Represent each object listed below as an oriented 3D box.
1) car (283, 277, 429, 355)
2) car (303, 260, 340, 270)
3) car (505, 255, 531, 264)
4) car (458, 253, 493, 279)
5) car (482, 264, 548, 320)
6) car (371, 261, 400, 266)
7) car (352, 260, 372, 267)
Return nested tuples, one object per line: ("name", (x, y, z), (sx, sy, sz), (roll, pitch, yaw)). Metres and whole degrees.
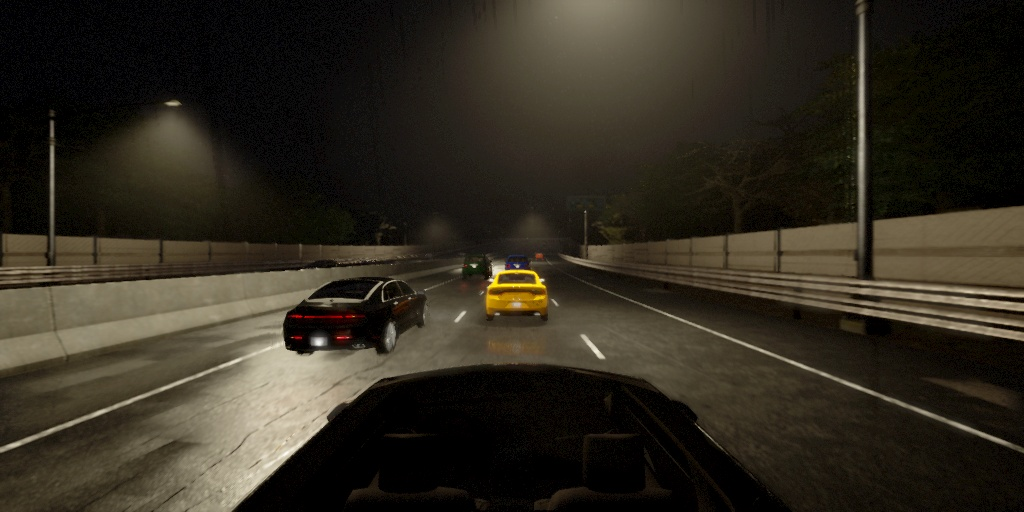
("car", (-3.362, 1.252, 8.692), (1.837, 1.490, 4.892), (0, 0, 0))
("car", (-20.477, 1.157, 38.730), (1.837, 1.490, 4.892), (0, 0, 2))
("car", (0.512, 0.937, 31.642), (2.150, 2.045, 5.566), (0, 0, 1))
("car", (-2.989, 0.935, 31.637), (2.150, 2.045, 5.566), (0, 0, 1))
("car", (0.171, 1.225, 12.672), (1.882, 1.535, 5.008), (0, 0, 1))
("car", (-13.442, 1.210, 39.675), (1.994, 1.385, 4.181), (0, 1, 2))
("car", (-16.882, 1.189, 41.412), (1.994, 1.385, 4.181), (0, 1, 2))
